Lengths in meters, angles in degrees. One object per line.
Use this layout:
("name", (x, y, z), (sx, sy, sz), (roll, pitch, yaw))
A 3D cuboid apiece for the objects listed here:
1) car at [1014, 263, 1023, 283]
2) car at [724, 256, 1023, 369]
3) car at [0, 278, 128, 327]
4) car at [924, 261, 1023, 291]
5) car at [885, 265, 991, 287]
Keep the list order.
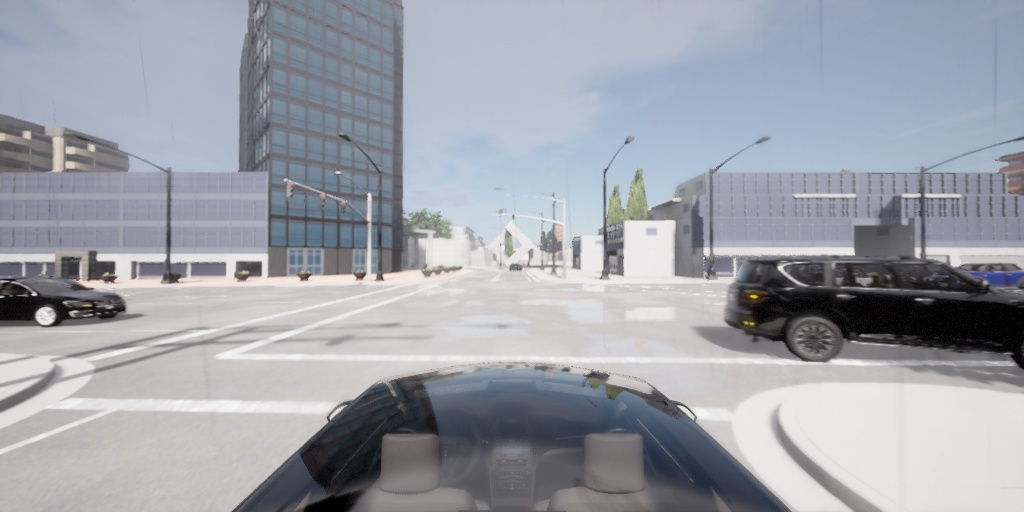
("car", (40.866, 1.198, 26.494), (4.892, 1.490, 1.837), (-2, -1, -1))
("car", (7.588, 1.032, 7.376), (5.566, 2.045, 2.150), (0, -2, 19))
("car", (-15.740, 1.474, 11.856), (4.892, 1.490, 1.837), (-1, -1, 0))
("car", (29.834, 1.227, 22.912), (4.553, 1.767, 2.097), (-1, -1, 0))
("car", (31.239, 1.439, 26.423), (5.357, 1.411, 2.033), (-1, -1, 0))
